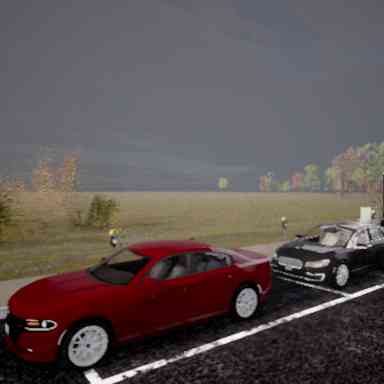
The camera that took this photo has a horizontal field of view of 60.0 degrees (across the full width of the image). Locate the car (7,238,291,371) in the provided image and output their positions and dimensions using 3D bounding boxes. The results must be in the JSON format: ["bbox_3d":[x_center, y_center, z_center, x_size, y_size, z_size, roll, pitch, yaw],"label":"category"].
[{"bbox_3d":[-0.588,1.531,5.669,4.507,1.381,1.887,0,1,-35],"label":"car"}]

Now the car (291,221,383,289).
[{"bbox_3d":[4.017,1.507,8.951,4.403,1.369,2.008,0,1,-35],"label":"car"}]
